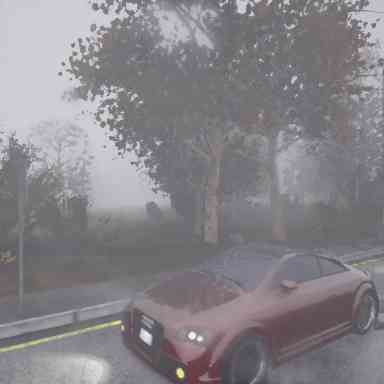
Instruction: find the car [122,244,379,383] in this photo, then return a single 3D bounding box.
[{"bbox_3d":[1.065,1.564,5.180,4.181,1.385,1.994,0,0,-36],"label":"car"}]
